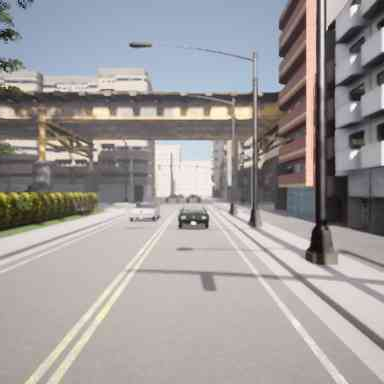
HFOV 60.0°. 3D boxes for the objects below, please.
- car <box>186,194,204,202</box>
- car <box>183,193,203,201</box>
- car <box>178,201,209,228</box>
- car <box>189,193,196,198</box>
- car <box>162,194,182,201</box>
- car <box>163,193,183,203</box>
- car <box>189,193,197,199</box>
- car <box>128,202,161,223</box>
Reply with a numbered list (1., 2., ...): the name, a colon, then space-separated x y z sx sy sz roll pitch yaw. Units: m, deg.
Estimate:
1. car: 0.497 1.083 61.725 1.853 1.218 4.536 0 0 -20
2. car: 0.515 1.241 61.677 2.038 1.542 4.974 0 0 -20
3. car: 0.101 1.526 21.721 1.895 1.301 4.718 0 0 0
4. car: 0.145 0.992 88.325 1.853 1.218 4.536 0 0 0
5. car: -3.624 1.082 62.031 1.853 1.218 4.536 0 0 25
6. car: -3.645 1.239 61.984 2.038 1.542 4.974 0 0 25
7. car: 0.146 1.149 88.273 2.038 1.542 4.974 0 0 0
8. car: -3.499 1.427 25.056 1.895 1.301 4.718 0 0 0
